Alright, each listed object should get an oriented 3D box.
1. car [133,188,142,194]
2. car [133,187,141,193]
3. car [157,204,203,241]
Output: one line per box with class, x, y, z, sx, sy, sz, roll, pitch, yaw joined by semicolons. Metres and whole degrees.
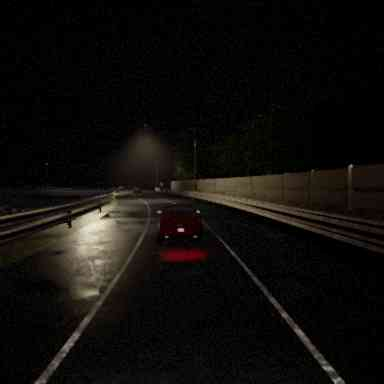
car;-13.104;-0.290;80.110;2.128;1.511;4.902;0;1;-11
car;-14.935;-0.555;90.292;1.895;1.301;4.718;0;1;-8
car;-0.617;1.317;15.723;1.882;1.535;5.008;0;1;-4
